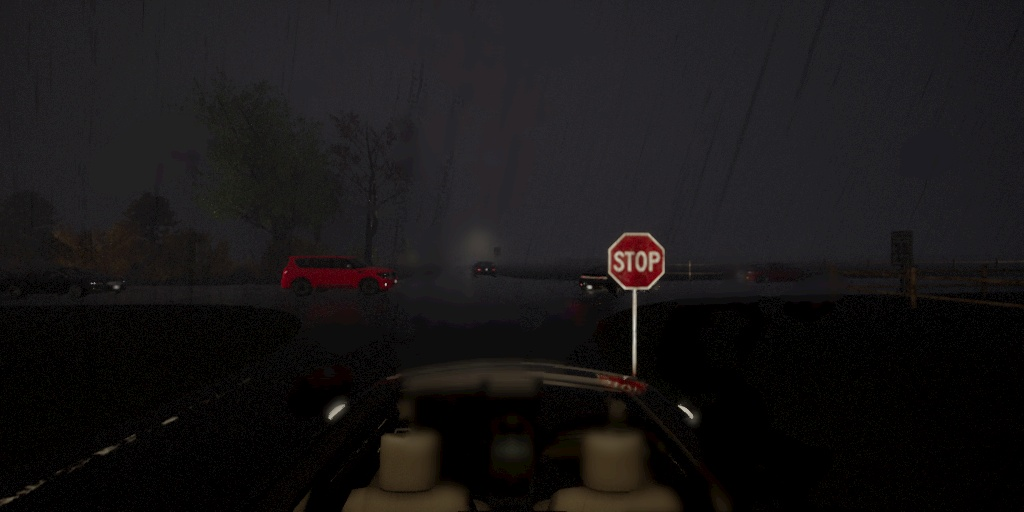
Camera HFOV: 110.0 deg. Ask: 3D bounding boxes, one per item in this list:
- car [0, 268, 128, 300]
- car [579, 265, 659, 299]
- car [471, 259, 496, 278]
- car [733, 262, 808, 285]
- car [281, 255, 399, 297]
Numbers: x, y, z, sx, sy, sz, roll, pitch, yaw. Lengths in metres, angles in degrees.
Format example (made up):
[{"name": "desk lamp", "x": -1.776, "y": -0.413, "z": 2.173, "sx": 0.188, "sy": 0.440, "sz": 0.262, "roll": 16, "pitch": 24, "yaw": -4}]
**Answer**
[{"name": "car", "x": -22.620, "y": 1.345, "z": 18.239, "sx": 4.902, "sy": 1.511, "sz": 2.128, "roll": 0, "pitch": 0, "yaw": -1}, {"name": "car", "x": 5.387, "y": 1.162, "z": 17.723, "sx": 4.902, "sy": 1.511, "sz": 2.128, "roll": -1, "pitch": 0, "yaw": -40}, {"name": "car", "x": -2.572, "y": 1.241, "z": 33.469, "sx": 2.033, "sy": 1.411, "sz": 5.357, "roll": 0, "pitch": 0, "yaw": -9}, {"name": "car", "x": 17.164, "y": 1.122, "z": 23.874, "sx": 4.181, "sy": 1.385, "sz": 1.994, "roll": 0, "pitch": 0, "yaw": -4}, {"name": "car", "x": -8.856, "y": 0.982, "z": 18.699, "sx": 5.566, "sy": 2.045, "sz": 2.150, "roll": 0, "pitch": 0, "yaw": -2}]
